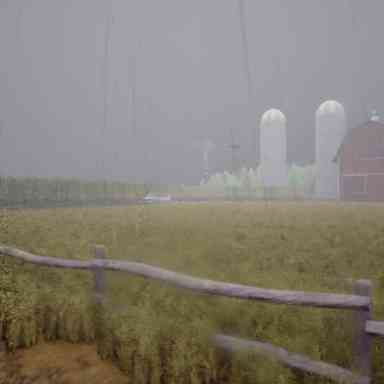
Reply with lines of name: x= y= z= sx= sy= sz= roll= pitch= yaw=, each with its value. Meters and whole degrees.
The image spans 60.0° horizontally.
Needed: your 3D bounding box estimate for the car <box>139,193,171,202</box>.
car: x=-5.526 y=1.163 z=50.885 sx=2.150 sy=2.045 sz=5.566 roll=0 pitch=0 yaw=36
